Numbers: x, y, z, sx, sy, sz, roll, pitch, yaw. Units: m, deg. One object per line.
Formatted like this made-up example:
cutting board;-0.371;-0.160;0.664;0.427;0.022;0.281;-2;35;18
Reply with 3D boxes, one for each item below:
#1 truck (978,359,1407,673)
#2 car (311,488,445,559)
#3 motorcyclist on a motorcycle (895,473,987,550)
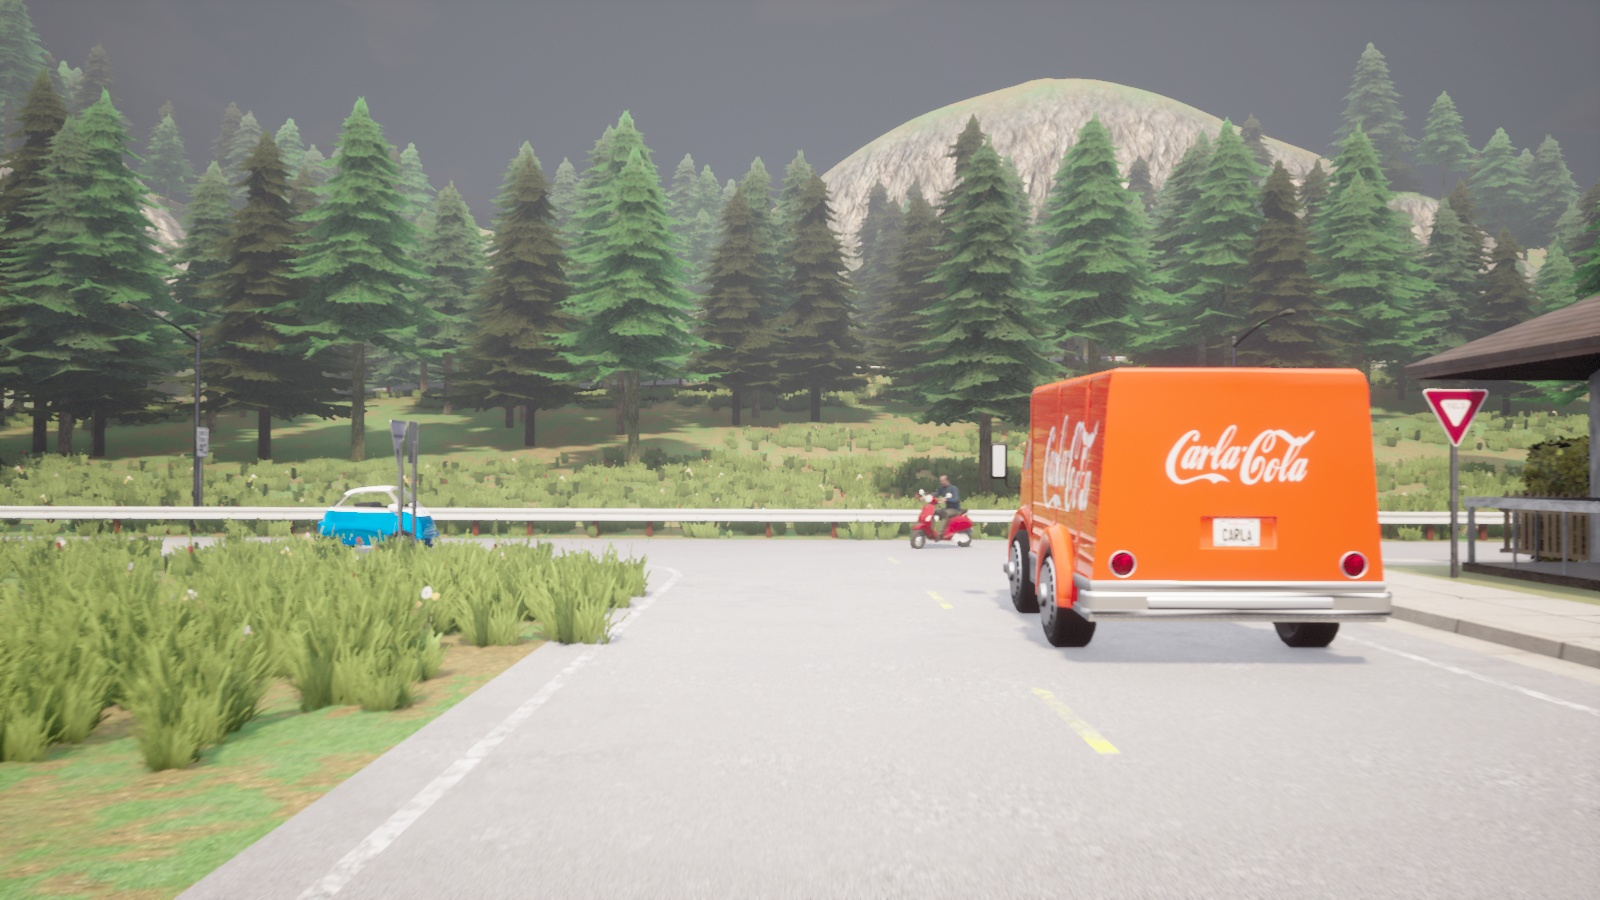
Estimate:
truck;3.465;0.532;12.504;2.627;2.467;5.204;0;0;0
car;-8.508;1.471;25.420;2.207;1.376;1.481;0;-1;0
motorcyclist on a motorcycle;3.026;1.292;26.905;1.817;1.590;0.866;1;0;-36
